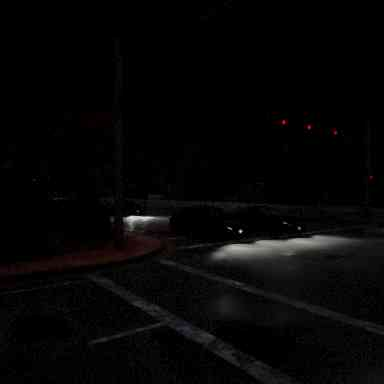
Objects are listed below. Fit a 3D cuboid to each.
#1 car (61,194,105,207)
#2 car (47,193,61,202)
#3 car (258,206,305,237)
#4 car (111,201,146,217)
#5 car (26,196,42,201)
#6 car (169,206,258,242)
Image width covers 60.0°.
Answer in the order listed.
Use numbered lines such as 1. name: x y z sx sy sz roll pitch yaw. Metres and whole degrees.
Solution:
1. car: -9.990 1.216 30.874 2.150 2.045 5.566 0 0 -37
2. car: -20.612 1.219 50.971 2.150 2.045 5.566 0 0 -37
3. car: 3.894 1.518 18.228 1.812 1.442 4.674 0 0 -37
4. car: -6.047 1.556 31.456 1.994 1.385 4.181 0 0 -37
5. car: -23.588 1.345 49.108 2.097 1.767 4.553 0 0 -37
6. car: 0.703 1.499 16.639 1.837 1.490 4.892 0 0 -37
